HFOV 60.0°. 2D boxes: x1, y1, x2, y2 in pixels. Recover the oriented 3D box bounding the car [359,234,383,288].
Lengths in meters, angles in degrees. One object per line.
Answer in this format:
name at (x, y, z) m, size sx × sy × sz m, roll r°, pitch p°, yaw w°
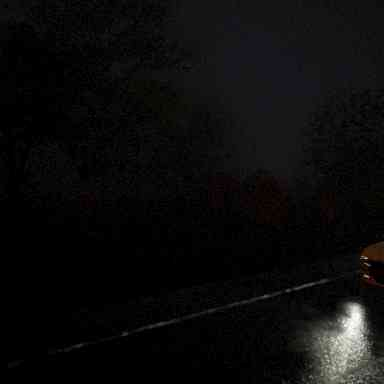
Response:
car at (6.158, 1.481, 8.319) m, size 5.008 × 1.535 × 1.882 m, roll 0°, pitch 0°, yaw -35°
